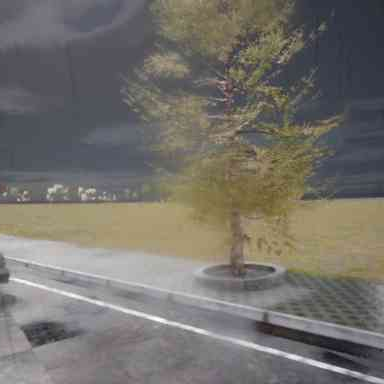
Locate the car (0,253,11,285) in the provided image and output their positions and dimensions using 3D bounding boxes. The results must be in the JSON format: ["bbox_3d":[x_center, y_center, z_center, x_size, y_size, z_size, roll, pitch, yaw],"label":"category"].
[{"bbox_3d":[-6.637,1.695,8.416,5.357,1.411,2.033,-1,-1,37],"label":"car"}]
